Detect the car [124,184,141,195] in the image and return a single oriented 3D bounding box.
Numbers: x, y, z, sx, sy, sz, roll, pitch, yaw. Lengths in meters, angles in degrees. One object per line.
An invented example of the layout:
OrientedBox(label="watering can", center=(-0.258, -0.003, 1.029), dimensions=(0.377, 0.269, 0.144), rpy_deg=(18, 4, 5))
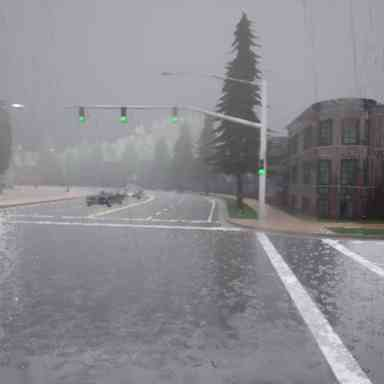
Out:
OrientedBox(label="car", center=(-9.314, -0.463, 52.060), dimensions=(1.837, 1.490, 4.892), rpy_deg=(1, 2, -20))

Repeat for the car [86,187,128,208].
OrientedBox(label="car", center=(-7.111, 0.502, 27.655), dimensions=(1.895, 1.301, 4.718), rpy_deg=(1, 2, 5))

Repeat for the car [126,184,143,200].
OrientedBox(label="car", center=(-6.666, 0.055, 37.971), dimensions=(2.128, 1.511, 4.902), rpy_deg=(1, 2, -2))
